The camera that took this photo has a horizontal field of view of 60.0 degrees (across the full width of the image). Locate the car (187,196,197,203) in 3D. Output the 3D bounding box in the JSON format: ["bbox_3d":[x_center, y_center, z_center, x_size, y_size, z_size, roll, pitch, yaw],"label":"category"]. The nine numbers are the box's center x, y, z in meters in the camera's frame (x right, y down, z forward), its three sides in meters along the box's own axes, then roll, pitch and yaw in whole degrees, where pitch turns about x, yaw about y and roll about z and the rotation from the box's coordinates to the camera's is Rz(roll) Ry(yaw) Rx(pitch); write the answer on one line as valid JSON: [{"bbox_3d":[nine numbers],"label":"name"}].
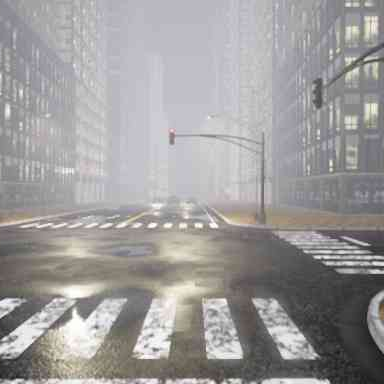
[{"bbox_3d":[-0.062,1.495,70.742,1.994,1.385,4.181,0,0,0],"label":"car"}]

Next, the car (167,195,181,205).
[{"bbox_3d":[-3.303,1.414,60.291,2.097,1.767,4.553,0,0,0],"label":"car"}]

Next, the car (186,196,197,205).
[{"bbox_3d":[-0.053,1.664,60.770,1.895,1.301,4.718,0,0,0],"label":"car"}]

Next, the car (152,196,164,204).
[{"bbox_3d":[-6.557,1.566,64.486,2.128,1.511,4.902,0,0,0],"label":"car"}]

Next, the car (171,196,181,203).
[{"bbox_3d":[-3.312,1.520,70.352,1.895,1.301,4.718,0,0,0],"label":"car"}]
